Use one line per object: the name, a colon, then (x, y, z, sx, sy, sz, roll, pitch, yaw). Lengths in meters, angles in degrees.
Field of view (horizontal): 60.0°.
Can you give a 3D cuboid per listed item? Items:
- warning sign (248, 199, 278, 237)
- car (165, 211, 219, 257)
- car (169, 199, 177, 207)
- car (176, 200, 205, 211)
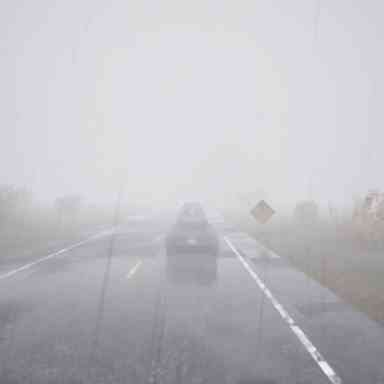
warning sign: (3.544, 1.292, 16.748, 1.300, 1.860, 1.060, 0, -1, 0)
car: (0.019, 1.707, 13.550, 1.994, 1.385, 4.181, 0, -1, 0)
car: (-3.526, 2.225, 65.608, 1.837, 1.490, 4.892, 0, 0, 0)
car: (0.013, 1.654, 28.419, 2.097, 1.767, 4.553, 0, -1, 0)
